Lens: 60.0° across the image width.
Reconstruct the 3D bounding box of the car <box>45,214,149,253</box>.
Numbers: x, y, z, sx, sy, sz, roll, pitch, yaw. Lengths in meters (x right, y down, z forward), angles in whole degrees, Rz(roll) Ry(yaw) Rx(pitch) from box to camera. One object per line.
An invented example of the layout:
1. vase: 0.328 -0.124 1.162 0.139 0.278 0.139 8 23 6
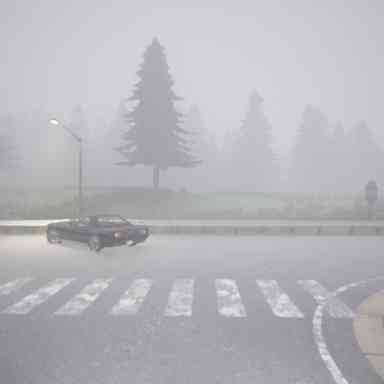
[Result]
1. car: -4.046 1.557 13.654 4.718 1.301 1.895 0 0 39
